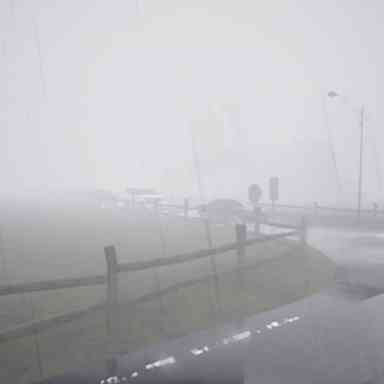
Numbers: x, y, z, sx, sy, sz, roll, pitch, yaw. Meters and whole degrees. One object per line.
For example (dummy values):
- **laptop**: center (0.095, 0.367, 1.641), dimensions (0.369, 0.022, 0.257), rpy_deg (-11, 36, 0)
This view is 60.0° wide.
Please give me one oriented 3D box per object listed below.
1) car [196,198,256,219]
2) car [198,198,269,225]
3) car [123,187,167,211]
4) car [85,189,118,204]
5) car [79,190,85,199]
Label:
- **car**: center (2.486, 1.204, 25.639), dimensions (1.895, 1.301, 4.718), rpy_deg (1, 1, -35)
- **car**: center (2.474, 1.142, 20.482), dimensions (1.882, 1.535, 5.008), rpy_deg (1, 1, -35)
- **car**: center (-4.390, 0.608, 30.255), dimensions (2.150, 2.045, 5.566), rpy_deg (1, 1, -35)
- **car**: center (-10.336, 0.501, 38.726), dimensions (2.097, 1.767, 4.553), rpy_deg (1, 1, -35)
- **car**: center (-16.257, 0.335, 52.249), dimensions (1.882, 1.535, 5.008), rpy_deg (1, 1, -35)
